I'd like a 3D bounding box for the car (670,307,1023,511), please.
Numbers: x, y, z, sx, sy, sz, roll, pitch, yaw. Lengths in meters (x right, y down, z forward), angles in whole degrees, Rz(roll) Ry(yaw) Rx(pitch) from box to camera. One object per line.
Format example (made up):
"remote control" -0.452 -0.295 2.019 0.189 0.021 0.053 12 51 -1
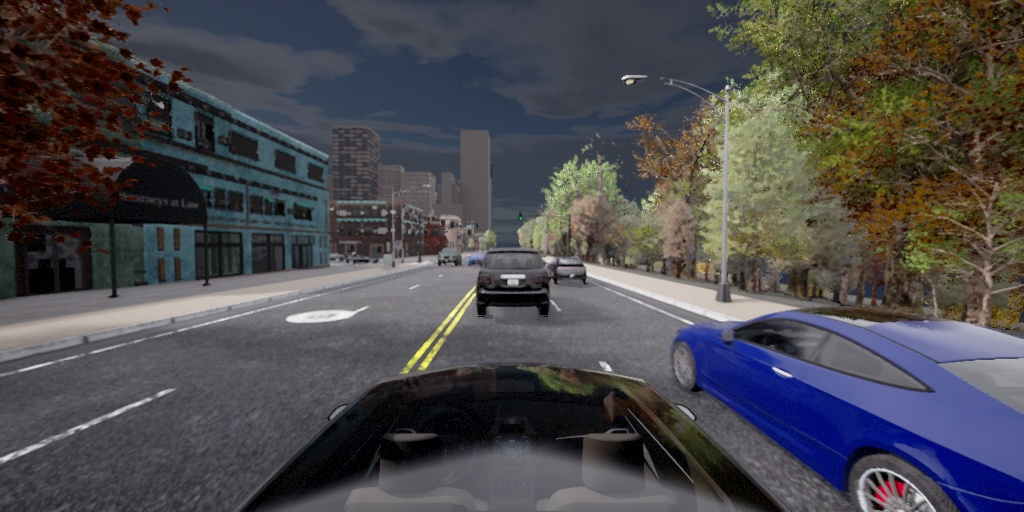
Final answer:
"car" 3.330 1.232 3.545 1.812 1.442 4.674 0 1 0

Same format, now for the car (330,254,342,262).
"car" -29.018 0.265 57.861 4.403 1.370 2.007 0 0 -1

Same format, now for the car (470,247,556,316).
"car" 0.009 0.727 12.247 2.150 2.045 5.566 0 1 0

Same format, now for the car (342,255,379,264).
"car" -20.567 0.462 49.468 4.313 1.339 1.948 0 0 -1

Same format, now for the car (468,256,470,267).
"car" -3.748 0.346 39.687 1.882 1.535 5.008 0 1 0

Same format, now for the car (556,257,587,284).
"car" 3.127 0.786 21.225 2.128 1.511 4.902 0 1 -1

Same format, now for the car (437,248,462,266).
"car" -7.003 0.063 40.921 2.150 2.045 5.566 0 1 -1
